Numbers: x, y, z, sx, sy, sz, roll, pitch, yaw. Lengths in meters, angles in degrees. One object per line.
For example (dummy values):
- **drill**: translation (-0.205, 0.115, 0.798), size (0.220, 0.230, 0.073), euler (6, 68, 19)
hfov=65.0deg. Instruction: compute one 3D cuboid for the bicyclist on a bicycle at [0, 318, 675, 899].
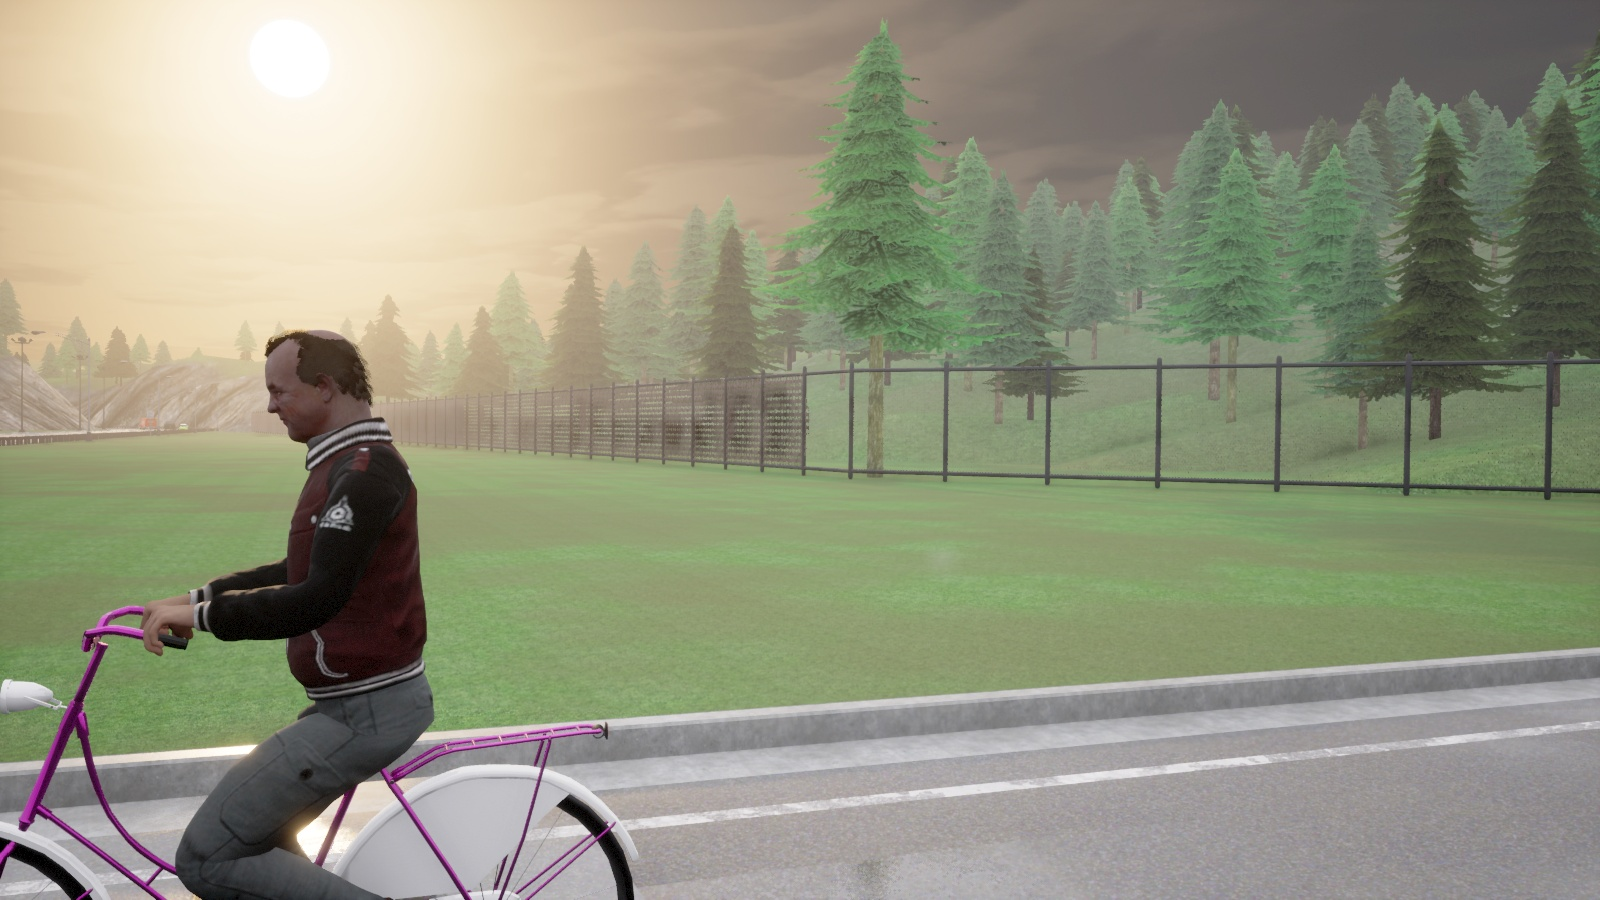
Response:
- **bicyclist on a bicycle**: translation (-1.259, 0.637, 2.760), size (1.843, 1.776, 0.659), euler (-1, 1, -21)
